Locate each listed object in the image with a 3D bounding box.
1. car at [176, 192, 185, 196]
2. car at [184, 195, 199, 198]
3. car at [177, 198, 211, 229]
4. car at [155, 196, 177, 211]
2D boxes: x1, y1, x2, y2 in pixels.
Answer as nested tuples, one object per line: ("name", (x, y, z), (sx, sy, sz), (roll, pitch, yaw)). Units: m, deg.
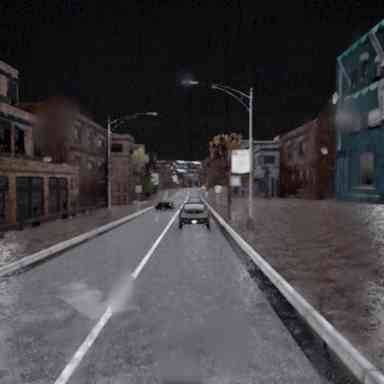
("car", (-2.663, 0.616, 77.756), (2.097, 1.767, 4.553), (0, 1, 0))
("car", (0.223, 1.299, 39.400), (2.033, 1.411, 5.357), (0, 0, 0))
("car", (0.135, 1.392, 20.951), (1.837, 1.490, 4.892), (0, 0, 0))
("car", (-2.986, 1.372, 36.871), (1.895, 1.301, 4.718), (0, 0, 0))
